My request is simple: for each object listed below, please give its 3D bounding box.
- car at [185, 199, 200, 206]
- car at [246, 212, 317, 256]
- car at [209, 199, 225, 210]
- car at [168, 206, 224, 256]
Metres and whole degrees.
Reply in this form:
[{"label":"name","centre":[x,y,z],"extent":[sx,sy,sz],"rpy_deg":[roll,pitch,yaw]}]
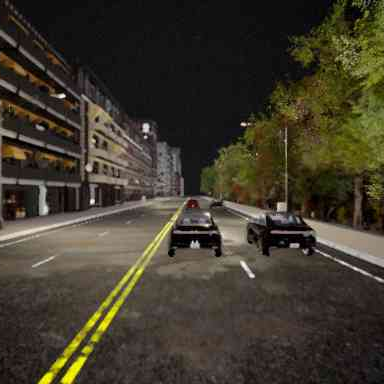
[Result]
[{"label":"car","centre":[0.110,1.714,46.334],"extent":[1.812,1.442,4.674],"rpy_deg":[0,0,0]},{"label":"car","centre":[3.351,1.544,13.266],"extent":[2.128,1.511,4.902],"rpy_deg":[0,0,0]},{"label":"car","centre":[3.358,1.674,44.913],"extent":[2.128,1.511,4.902],"rpy_deg":[0,0,0]},{"label":"car","centre":[0.101,1.544,13.271],"extent":[2.128,1.511,4.902],"rpy_deg":[0,0,0]}]
